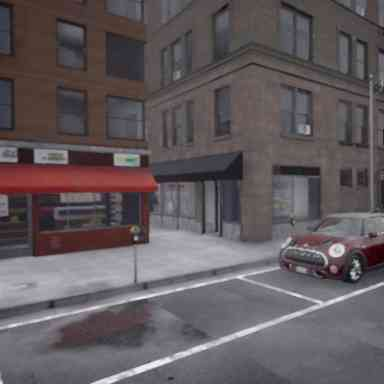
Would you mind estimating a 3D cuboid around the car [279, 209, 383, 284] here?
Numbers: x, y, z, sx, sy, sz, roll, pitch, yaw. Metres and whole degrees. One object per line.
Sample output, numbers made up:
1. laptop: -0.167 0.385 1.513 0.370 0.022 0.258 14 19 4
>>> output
1. car: 4.278 1.329 9.186 4.097 1.590 1.967 -1 0 -35
